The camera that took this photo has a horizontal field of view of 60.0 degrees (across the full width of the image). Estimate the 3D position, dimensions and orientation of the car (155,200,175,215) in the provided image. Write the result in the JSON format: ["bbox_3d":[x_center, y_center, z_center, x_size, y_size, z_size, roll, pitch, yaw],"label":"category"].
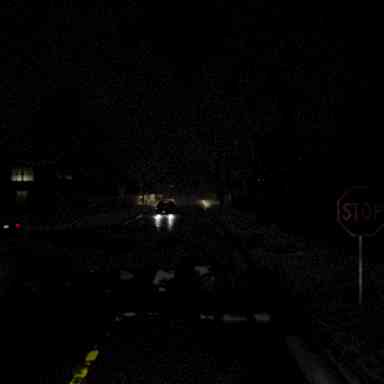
[{"bbox_3d":[-2.700,1.513,34.389,2.033,1.411,5.357,0,0,0],"label":"car"}]

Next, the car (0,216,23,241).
[{"bbox_3d":[-10.411,1.564,15.311,5.357,1.411,2.033,0,0,20],"label":"car"}]
